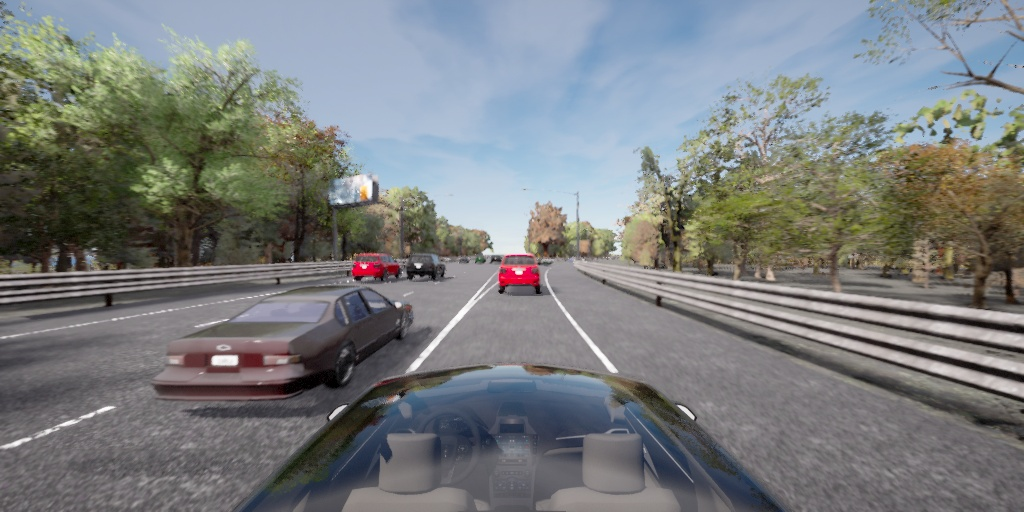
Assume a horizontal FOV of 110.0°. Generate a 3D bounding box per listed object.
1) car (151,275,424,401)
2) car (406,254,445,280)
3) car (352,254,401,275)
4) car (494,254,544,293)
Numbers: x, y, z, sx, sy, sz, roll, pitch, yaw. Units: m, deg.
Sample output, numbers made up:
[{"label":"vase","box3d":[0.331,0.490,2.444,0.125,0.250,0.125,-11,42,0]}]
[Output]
[{"label":"car","box3d":[-3.410,1.277,6.763,2.033,1.411,5.357,0,0,0]},{"label":"car","box3d":[-6.937,0.864,29.322,2.150,2.045,5.566,0,0,0]},{"label":"car","box3d":[-10.435,0.868,28.019,2.150,2.045,5.566,0,0,0]},{"label":"car","box3d":[0.493,0.899,20.191,2.150,2.045,5.566,0,0,3]}]
